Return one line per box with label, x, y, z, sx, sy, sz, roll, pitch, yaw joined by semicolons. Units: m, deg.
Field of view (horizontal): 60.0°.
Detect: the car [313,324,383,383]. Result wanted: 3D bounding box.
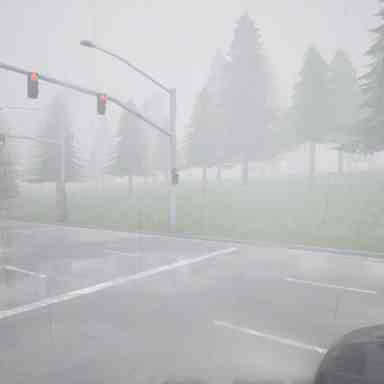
car;3.180;1.505;1.718;4.892;1.490;1.837;0;0;36
